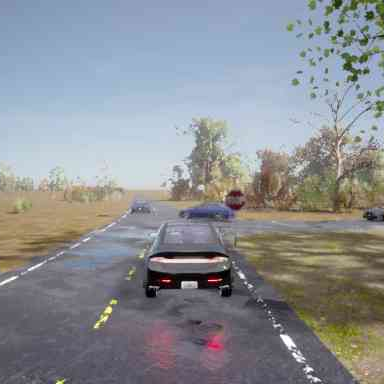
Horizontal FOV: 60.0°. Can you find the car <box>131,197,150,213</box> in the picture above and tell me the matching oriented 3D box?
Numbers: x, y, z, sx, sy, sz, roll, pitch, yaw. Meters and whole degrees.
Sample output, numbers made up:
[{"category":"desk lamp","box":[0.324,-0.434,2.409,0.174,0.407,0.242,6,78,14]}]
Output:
[{"category":"car","box":[-5.597,1.558,36.402,1.994,1.385,4.181,0,0,-8]}]

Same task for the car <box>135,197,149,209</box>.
[{"category":"car","box":[-7.046,1.516,46.380,1.812,1.442,4.674,0,0,-9]}]

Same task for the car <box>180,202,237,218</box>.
[{"category":"car","box":[1.237,1.529,26.184,4.674,1.442,1.812,1,1,26]}]

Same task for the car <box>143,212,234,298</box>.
[{"category":"car","box":[-0.106,1.492,8.525,2.128,1.511,4.902,0,0,-1]}]

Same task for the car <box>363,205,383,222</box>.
[{"category":"car","box":[15.543,1.602,25.750,4.181,1.385,1.994,0,0,-8]}]

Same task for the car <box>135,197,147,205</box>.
[{"category":"car","box":[-8.990,1.550,58.066,1.994,1.385,4.181,0,0,-9]}]
